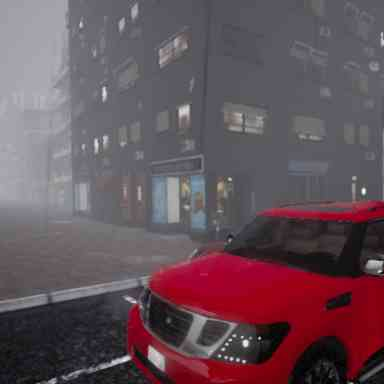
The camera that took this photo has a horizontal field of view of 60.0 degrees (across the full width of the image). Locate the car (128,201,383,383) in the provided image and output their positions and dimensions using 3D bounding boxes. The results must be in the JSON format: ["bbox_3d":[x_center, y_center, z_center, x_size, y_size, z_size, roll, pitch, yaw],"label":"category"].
[{"bbox_3d":[1.914,1.193,4.735,5.566,2.045,2.150,0,0,-35],"label":"car"}]

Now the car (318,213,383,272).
[{"bbox_3d":[6.346,1.488,11.079,4.313,1.339,1.947,0,0,-35],"label":"car"}]

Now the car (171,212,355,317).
[{"bbox_3d":[1.780,1.400,7.834,4.097,1.590,1.967,0,0,-35],"label":"car"}]
